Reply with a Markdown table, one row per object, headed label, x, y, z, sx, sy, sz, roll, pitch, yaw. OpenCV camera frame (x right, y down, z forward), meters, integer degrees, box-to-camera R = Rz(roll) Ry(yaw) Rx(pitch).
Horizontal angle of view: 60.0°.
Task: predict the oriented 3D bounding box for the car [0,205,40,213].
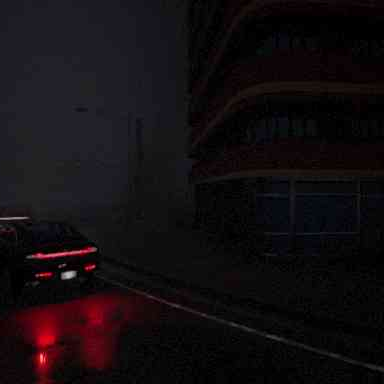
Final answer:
| label | x | y | z | sx | sy | sz | roll | pitch | yaw |
| --- | --- | --- | --- | --- | --- | --- | --- | --- | --- |
| car | -9.593 | 1.491 | 18.346 | 2.128 | 1.511 | 4.902 | 0 | 0 | -22 |

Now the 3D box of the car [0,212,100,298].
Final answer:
| label | x | y | z | sx | sy | sz | roll | pitch | yaw |
| --- | --- | --- | --- | --- | --- | --- | --- | --- | --- |
| car | -4.102 | 1.490 | 8.647 | 2.128 | 1.511 | 4.902 | 0 | 0 | -41 |
